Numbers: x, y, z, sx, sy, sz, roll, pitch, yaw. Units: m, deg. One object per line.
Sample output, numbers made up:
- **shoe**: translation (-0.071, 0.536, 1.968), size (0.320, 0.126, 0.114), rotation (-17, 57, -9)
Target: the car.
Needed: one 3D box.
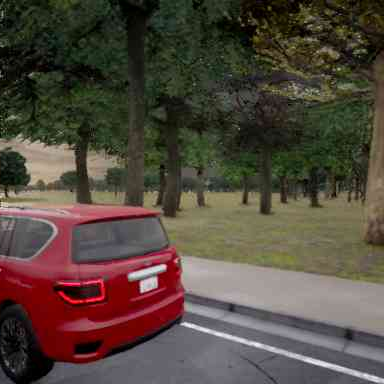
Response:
- **car**: translation (-2.709, 1.214, 5.615), size (5.566, 2.045, 2.150), rotation (0, 0, 35)
